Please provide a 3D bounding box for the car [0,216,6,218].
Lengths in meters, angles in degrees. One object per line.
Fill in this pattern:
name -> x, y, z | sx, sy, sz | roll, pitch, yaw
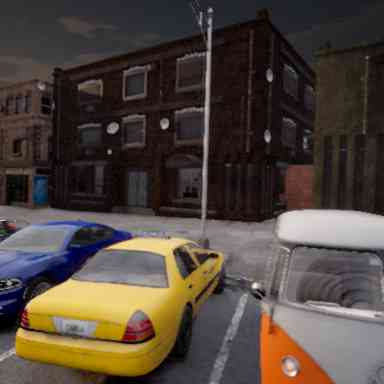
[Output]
car -> -5.574, 1.413, 9.313 | 2.231, 1.521, 4.892 | 0, 0, 15

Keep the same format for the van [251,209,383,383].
van -> 1.801, 1.250, 3.999 | 1.878, 1.987, 4.442 | 1, 0, 15

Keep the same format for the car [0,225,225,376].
car -> -0.588, 1.454, 6.037 | 1.946, 1.575, 5.366 | 0, 0, 15

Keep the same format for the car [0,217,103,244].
car -> -3.088, 1.434, 7.601 | 2.097, 1.535, 5.008 | 1, 0, 15
